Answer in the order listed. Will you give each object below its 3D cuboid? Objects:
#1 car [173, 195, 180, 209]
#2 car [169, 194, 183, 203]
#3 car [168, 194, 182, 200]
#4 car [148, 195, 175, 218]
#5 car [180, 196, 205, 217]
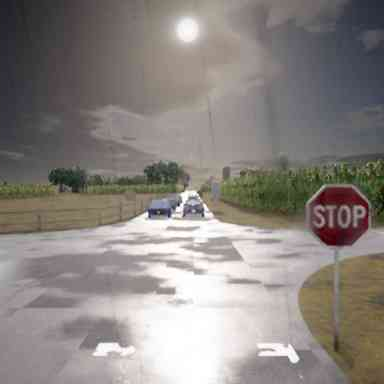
[{"bbox_3d":[-2.786,1.401,38.484,1.895,1.301,4.718,0,0,0],"label":"car"},{"bbox_3d":[-2.699,1.101,58.081,2.128,1.511,4.902,0,1,1],"label":"car"},{"bbox_3d":[-2.760,1.073,47.469,2.097,1.767,4.553,0,1,0],"label":"car"},{"bbox_3d":[-2.757,1.350,29.172,1.882,1.535,5.008,0,0,-2],"label":"car"},{"bbox_3d":[0.145,1.392,29.923,1.812,1.442,4.674,0,0,0],"label":"car"}]
